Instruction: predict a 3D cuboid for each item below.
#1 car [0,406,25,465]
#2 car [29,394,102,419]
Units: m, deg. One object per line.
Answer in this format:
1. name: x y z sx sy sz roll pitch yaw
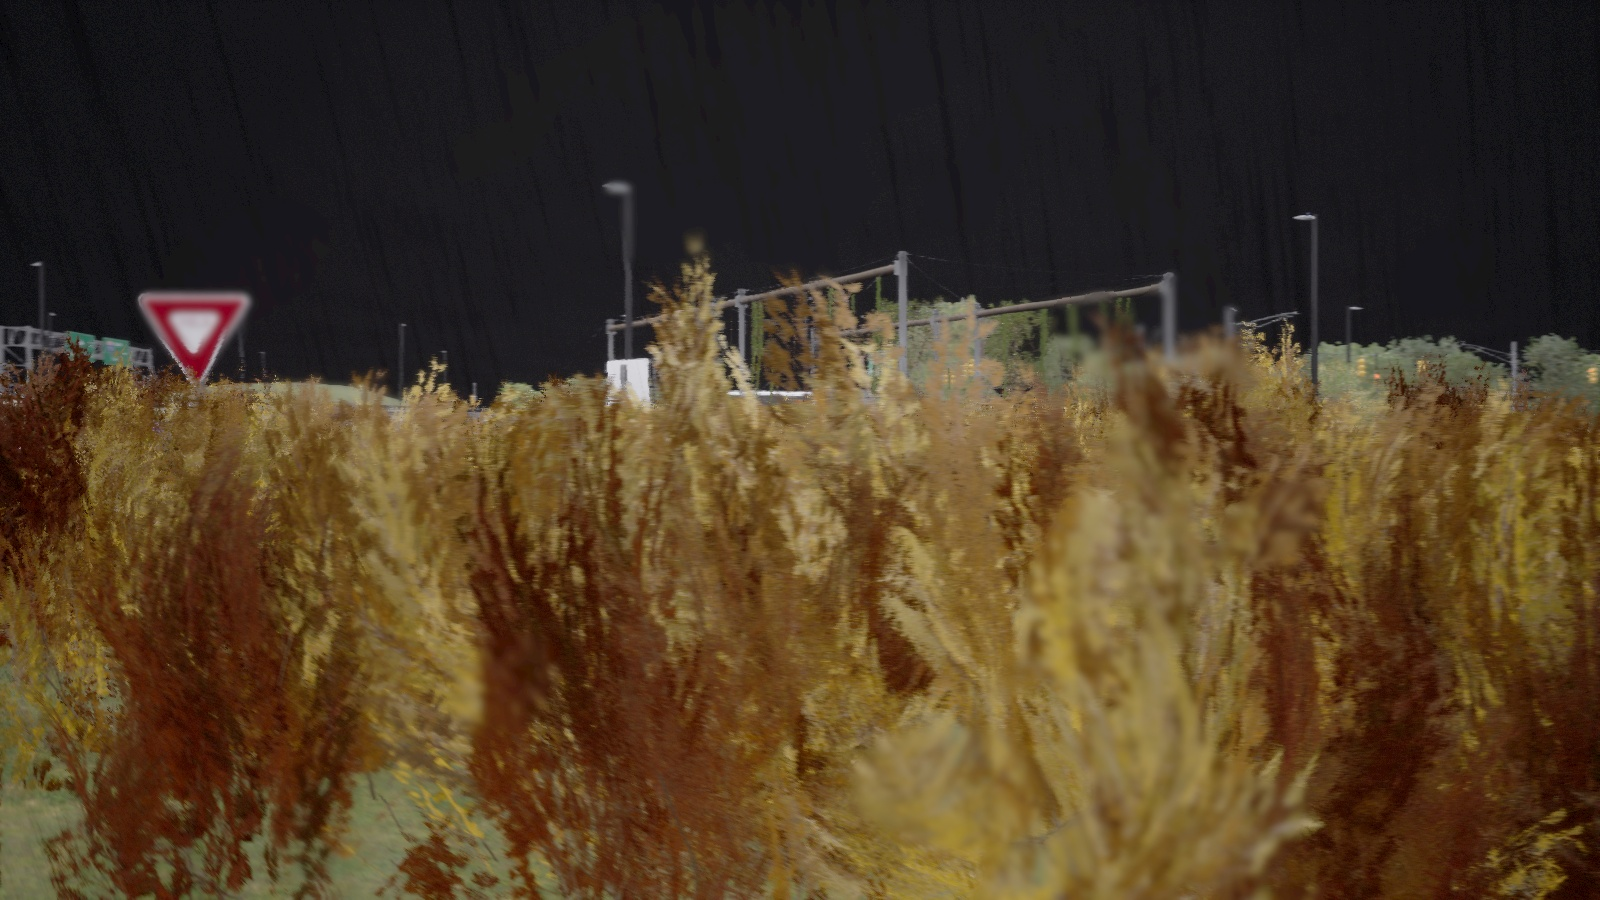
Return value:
1. car: -27.182 -0.485 40.114 4.605 1.855 1.932 1 2 25
2. car: -49.913 -2.942 85.396 3.806 1.475 1.970 3 0 -13
